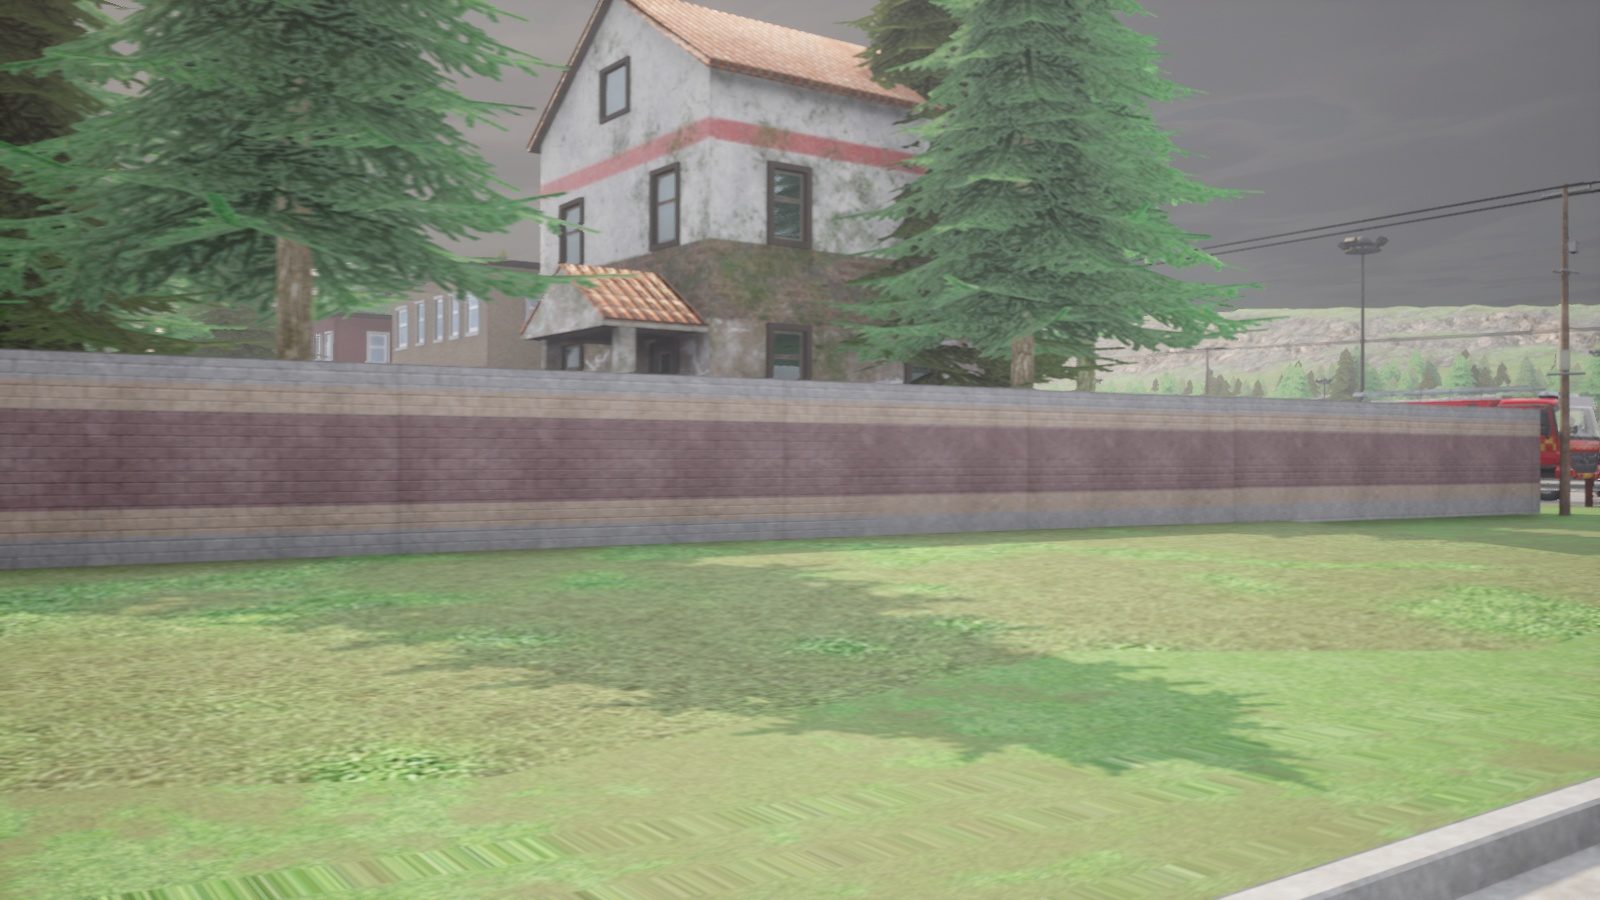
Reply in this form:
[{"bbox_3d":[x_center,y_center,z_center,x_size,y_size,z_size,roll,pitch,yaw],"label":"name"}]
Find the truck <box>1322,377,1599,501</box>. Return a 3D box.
[{"bbox_3d":[22.645,-0.326,43.099,2.891,3.827,8.468,0,0,-36],"label":"truck"}]
